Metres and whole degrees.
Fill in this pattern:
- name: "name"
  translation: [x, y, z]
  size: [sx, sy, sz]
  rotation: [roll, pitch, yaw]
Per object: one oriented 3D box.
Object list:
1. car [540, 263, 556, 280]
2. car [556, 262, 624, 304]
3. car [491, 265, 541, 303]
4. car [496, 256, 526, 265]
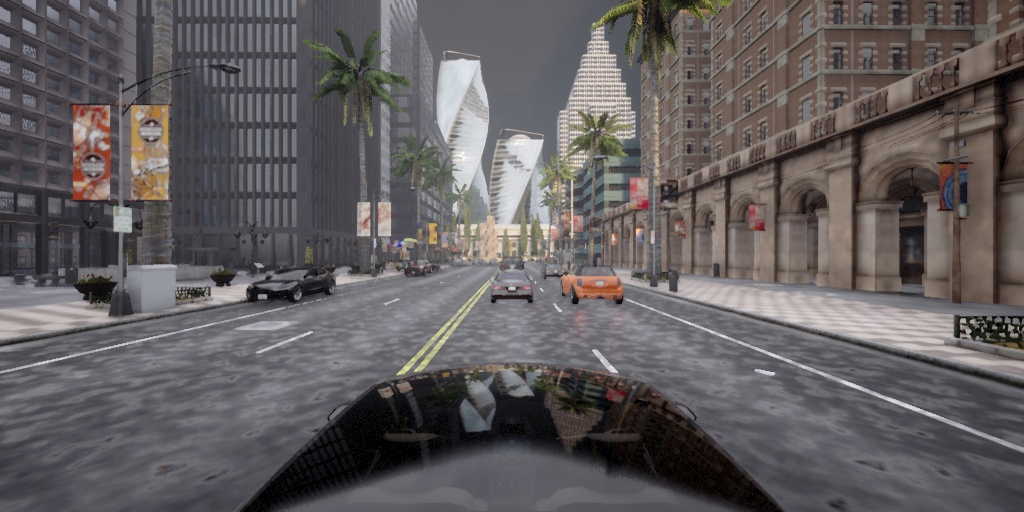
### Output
- name: "car"
  translation: [3.534, 1.313, 31.487]
  size: [2.033, 1.411, 5.357]
  rotation: [0, 0, 0]
- name: "car"
  translation: [3.500, 1.116, 16.470]
  size: [2.097, 1.767, 4.553]
  rotation: [0, 0, 0]
- name: "car"
  translation: [0.000, 1.313, 16.500]
  size: [2.033, 1.411, 5.357]
  rotation: [0, 0, 0]
- name: "car"
  translation: [0.035, 1.007, 31.526]
  size: [2.150, 2.045, 5.566]
  rotation: [0, 0, 0]
